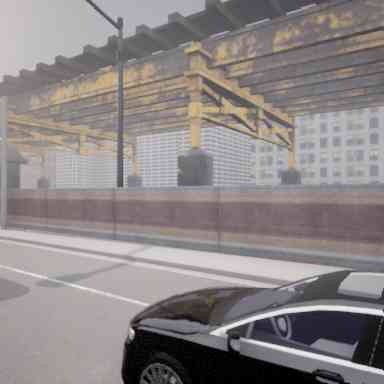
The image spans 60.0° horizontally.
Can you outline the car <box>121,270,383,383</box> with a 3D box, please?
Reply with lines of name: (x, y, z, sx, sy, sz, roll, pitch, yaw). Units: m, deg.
car: (1.462, 1.505, 2.950, 4.902, 1.511, 2.128, 0, 0, 36)
